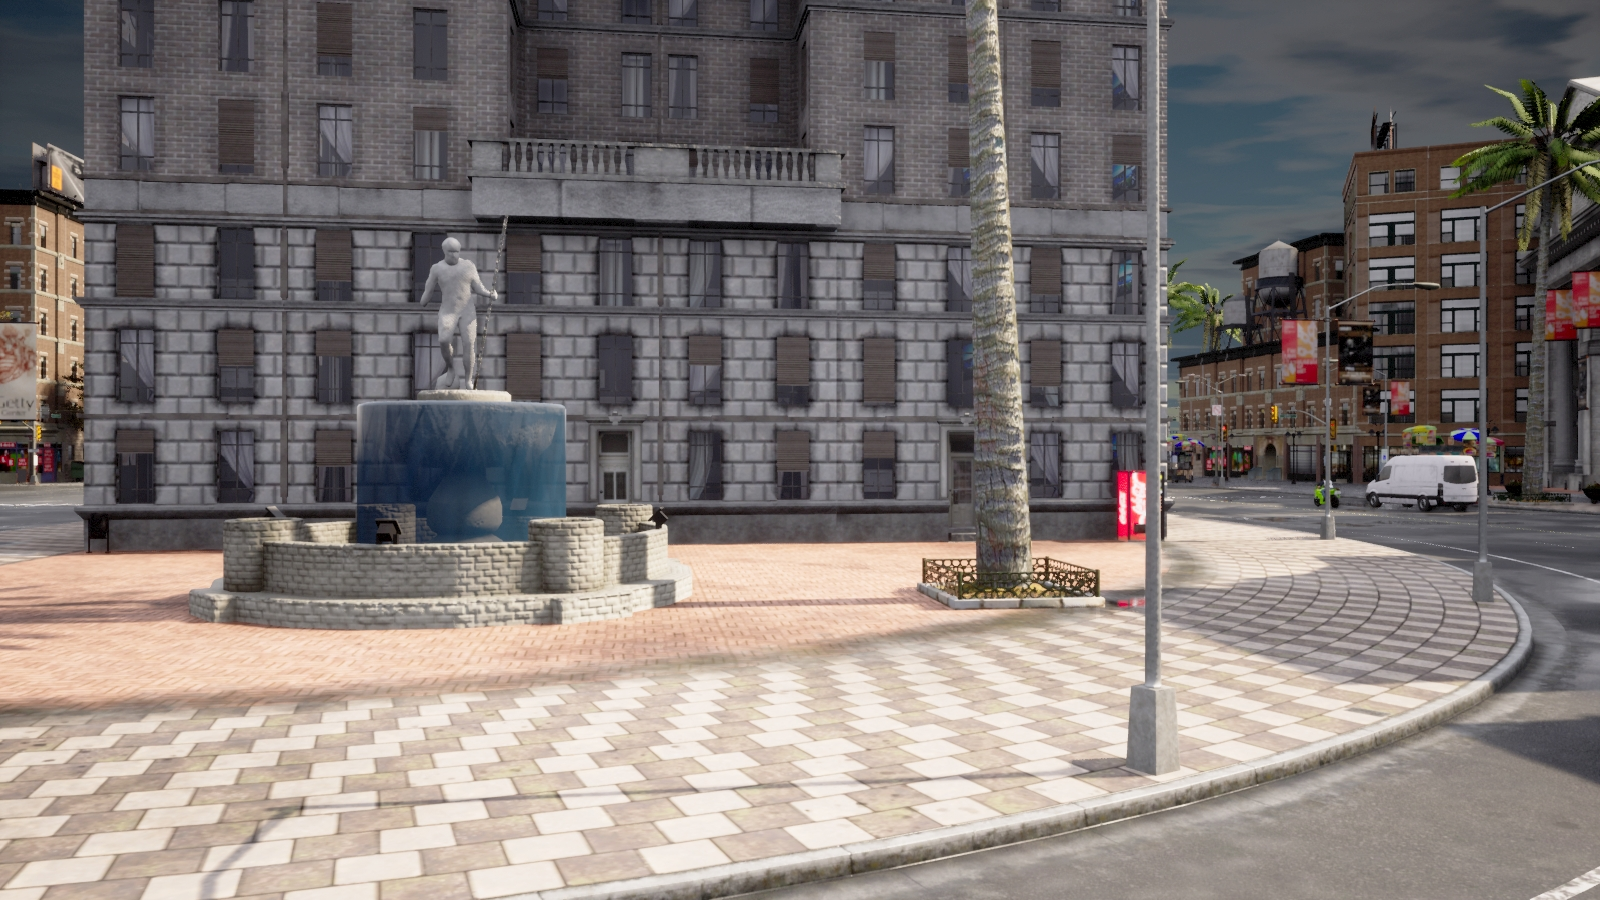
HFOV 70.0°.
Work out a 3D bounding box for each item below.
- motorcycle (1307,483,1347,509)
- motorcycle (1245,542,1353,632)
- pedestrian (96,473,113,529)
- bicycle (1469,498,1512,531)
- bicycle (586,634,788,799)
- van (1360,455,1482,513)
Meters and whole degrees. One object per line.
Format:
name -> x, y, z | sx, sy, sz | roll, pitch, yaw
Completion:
motorcycle -> 25.547, 2.213, 55.422 | 0.803, 1.145, 2.033 | 0, 0, -7
motorcycle -> 8.103, 2.182, 18.525 | 1.805, 1.236, 0.856 | 0, 0, -39
pedestrian -> -23.138, 1.697, 38.009 | 0.375, 1.860, 0.375 | 0, 0, -7
bicycle -> 24.379, 2.256, 40.376 | 0.859, 1.080, 1.487 | 0, 0, 13
bicycle -> -0.943, 2.206, 9.598 | 1.643, 1.196, 0.373 | 0, 0, -18
van -> 29.228, 1.534, 54.041 | 1.988, 2.561, 5.915 | 0, 0, -7
